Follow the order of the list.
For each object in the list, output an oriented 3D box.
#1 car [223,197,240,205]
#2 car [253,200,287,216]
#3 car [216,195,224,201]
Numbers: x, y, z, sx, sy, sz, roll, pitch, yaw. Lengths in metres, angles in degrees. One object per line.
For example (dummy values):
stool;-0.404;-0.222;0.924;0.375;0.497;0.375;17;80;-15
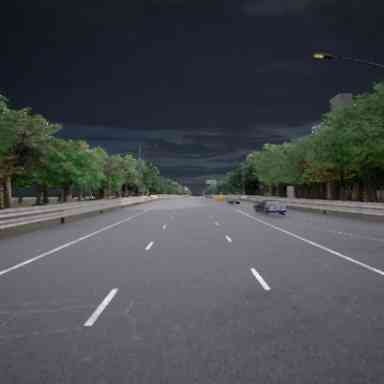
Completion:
car;7.003;1.520;57.401;1.895;1.301;4.718;0;0;0
car;7.560;1.509;32.646;2.033;1.411;5.357;0;0;-6
car;7.066;1.451;83.929;1.882;1.535;5.008;0;0;0
